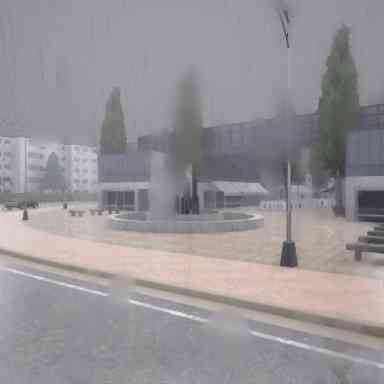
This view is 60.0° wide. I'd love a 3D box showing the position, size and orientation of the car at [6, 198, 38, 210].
[{"bbox_3d":[-21.859,1.491,43.015,2.128,1.511,4.902,0,0,5],"label":"car"}]
